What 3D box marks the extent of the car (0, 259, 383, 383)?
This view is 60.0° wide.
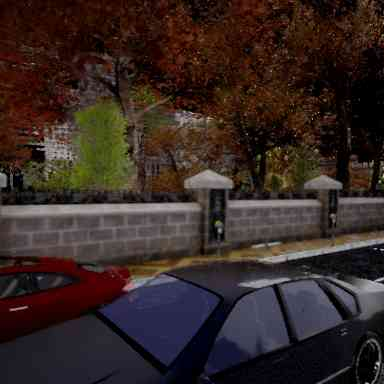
[{"bbox_3d":[0.369,1.552,3.643,5.357,1.411,2.033,0,0,-36],"label":"car"}]

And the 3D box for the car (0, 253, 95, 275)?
[{"bbox_3d":[-2.777,1.583,4.575,4.206,1.307,1.802,0,0,-36],"label":"car"}]
